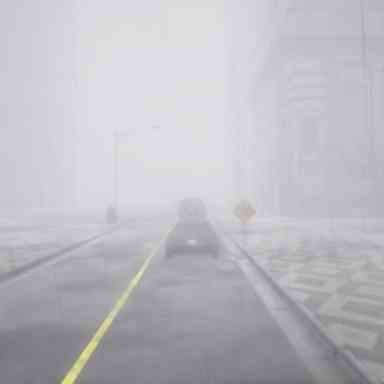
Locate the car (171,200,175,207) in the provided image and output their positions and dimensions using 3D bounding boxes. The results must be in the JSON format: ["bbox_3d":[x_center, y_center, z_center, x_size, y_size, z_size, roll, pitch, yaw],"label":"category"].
[{"bbox_3d":[-2.979,2.217,65.361,2.033,1.411,5.357,0,-1,0],"label":"car"}]

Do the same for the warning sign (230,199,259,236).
[{"bbox_3d":[2.714,1.300,17.405,1.300,1.860,1.060,-1,-1,0],"label":"warning sign"}]

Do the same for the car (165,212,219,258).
[{"bbox_3d":[0.029,1.708,13.464,1.994,1.385,4.181,0,0,0],"label":"car"}]

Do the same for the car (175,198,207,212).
[{"bbox_3d":[0.026,1.510,27.602,2.150,2.045,5.566,0,0,0],"label":"car"}]

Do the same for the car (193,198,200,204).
[{"bbox_3d":[1.092,2.371,87.581,1.801,1.575,5.366,0,-1,0],"label":"car"}]
